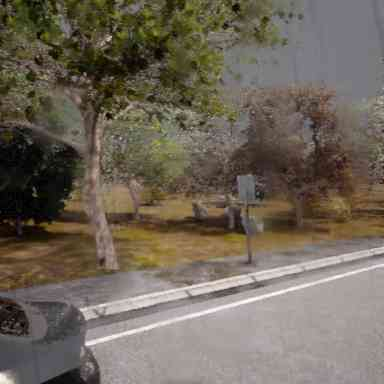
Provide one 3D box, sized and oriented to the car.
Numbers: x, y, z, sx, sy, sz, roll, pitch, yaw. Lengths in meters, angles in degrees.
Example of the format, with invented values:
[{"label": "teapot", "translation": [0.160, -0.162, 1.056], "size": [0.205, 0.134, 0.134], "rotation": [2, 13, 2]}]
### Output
[{"label": "car", "translation": [-3.016, 1.508, 1.840], "size": [4.892, 1.490, 1.837], "rotation": [0, 0, -35]}]
